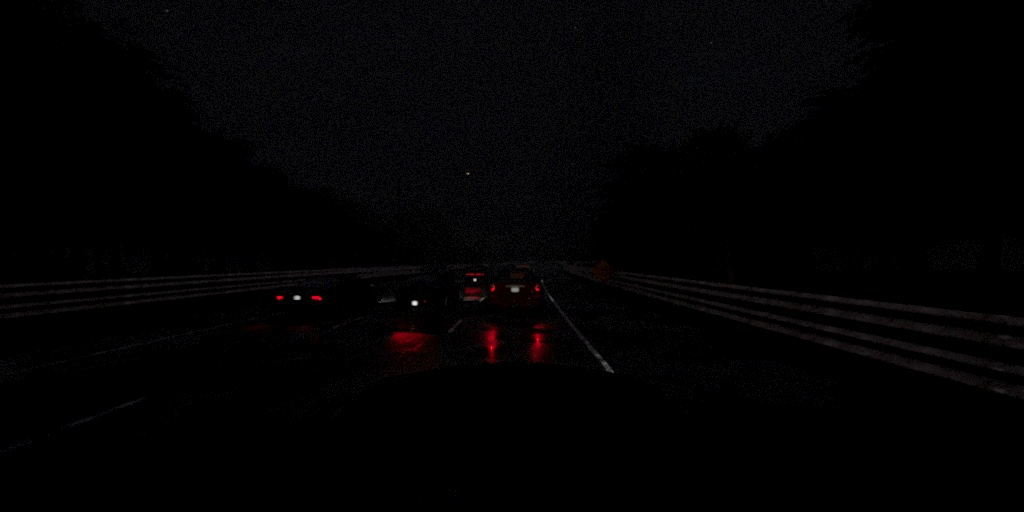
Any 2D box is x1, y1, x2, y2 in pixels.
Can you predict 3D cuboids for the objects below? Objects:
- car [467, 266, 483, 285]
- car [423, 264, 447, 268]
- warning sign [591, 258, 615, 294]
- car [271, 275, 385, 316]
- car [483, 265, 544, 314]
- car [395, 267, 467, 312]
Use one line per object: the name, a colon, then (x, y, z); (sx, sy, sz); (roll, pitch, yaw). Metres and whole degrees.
car: (-2.671, 1.584, 29.792); (1.837, 1.490, 4.892); (0, 0, 4)
car: (-6.172, 1.429, 29.893); (2.097, 1.767, 4.553); (0, -1, 4)
warning sign: (4.845, 1.058, 19.109); (1.300, 1.860, 1.060); (0, 0, 2)
car: (-6.852, 1.431, 14.066); (2.033, 1.411, 5.357); (0, -1, 2)
car: (0.187, 1.243, 14.802); (2.097, 1.767, 4.553); (0, -1, 2)
car: (-3.310, 1.401, 14.962); (1.837, 1.490, 4.892); (0, 0, 2)
